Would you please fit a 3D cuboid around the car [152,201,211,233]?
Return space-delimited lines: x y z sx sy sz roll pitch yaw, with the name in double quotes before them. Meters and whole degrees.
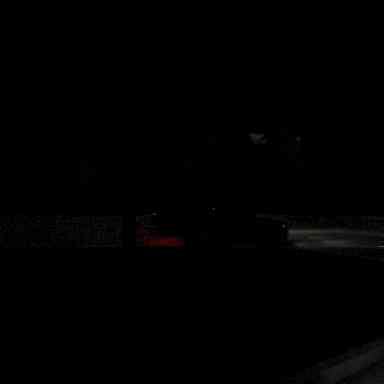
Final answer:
"car" 0.225 1.478 18.875 4.902 1.511 2.128 0 0 -1

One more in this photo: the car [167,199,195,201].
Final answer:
"car" -0.166 1.332 25.868 4.553 1.767 2.097 0 0 -1

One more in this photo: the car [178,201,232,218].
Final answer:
"car" 1.083 1.510 29.411 4.674 1.442 1.812 0 0 -2

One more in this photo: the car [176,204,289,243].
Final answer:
"car" 1.915 1.475 15.414 5.008 1.535 1.882 0 0 -1
